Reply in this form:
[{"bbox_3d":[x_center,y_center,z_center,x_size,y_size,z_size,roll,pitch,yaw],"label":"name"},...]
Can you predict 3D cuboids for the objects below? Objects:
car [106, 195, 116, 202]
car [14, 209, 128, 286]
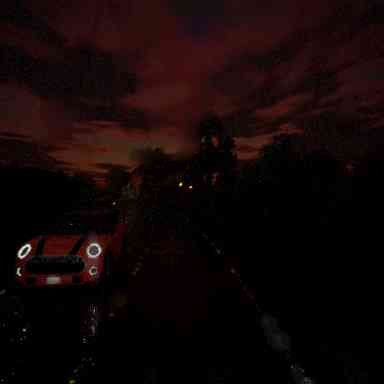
[{"bbox_3d":[-18.846,1.477,77.089,2.128,1.511,4.902,0,0,-23],"label":"car"},{"bbox_3d":[-3.161,1.350,9.554,2.097,1.767,4.553,0,0,-3],"label":"car"}]
